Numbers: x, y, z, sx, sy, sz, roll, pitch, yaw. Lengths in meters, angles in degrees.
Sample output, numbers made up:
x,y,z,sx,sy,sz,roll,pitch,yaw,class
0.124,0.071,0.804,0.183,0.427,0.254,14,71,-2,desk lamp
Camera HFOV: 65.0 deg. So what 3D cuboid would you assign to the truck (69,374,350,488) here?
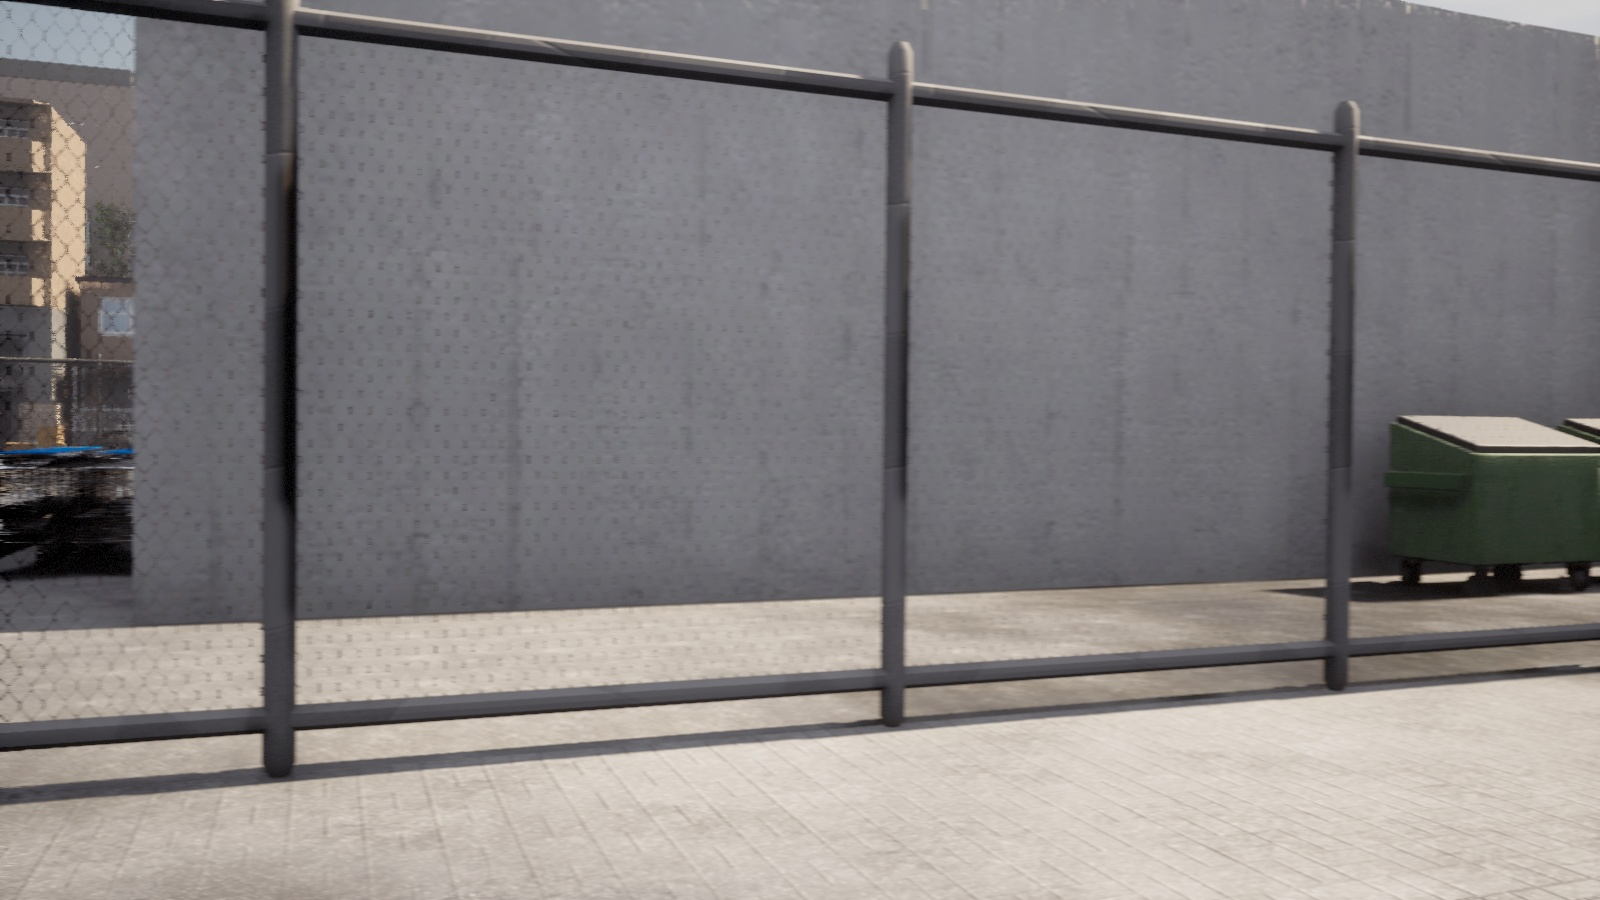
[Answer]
x,y,z,sx,sy,sz,roll,pitch,yaw,class
-18.892,-0.644,40.825,7.936,3.462,2.891,-1,1,-19,truck
